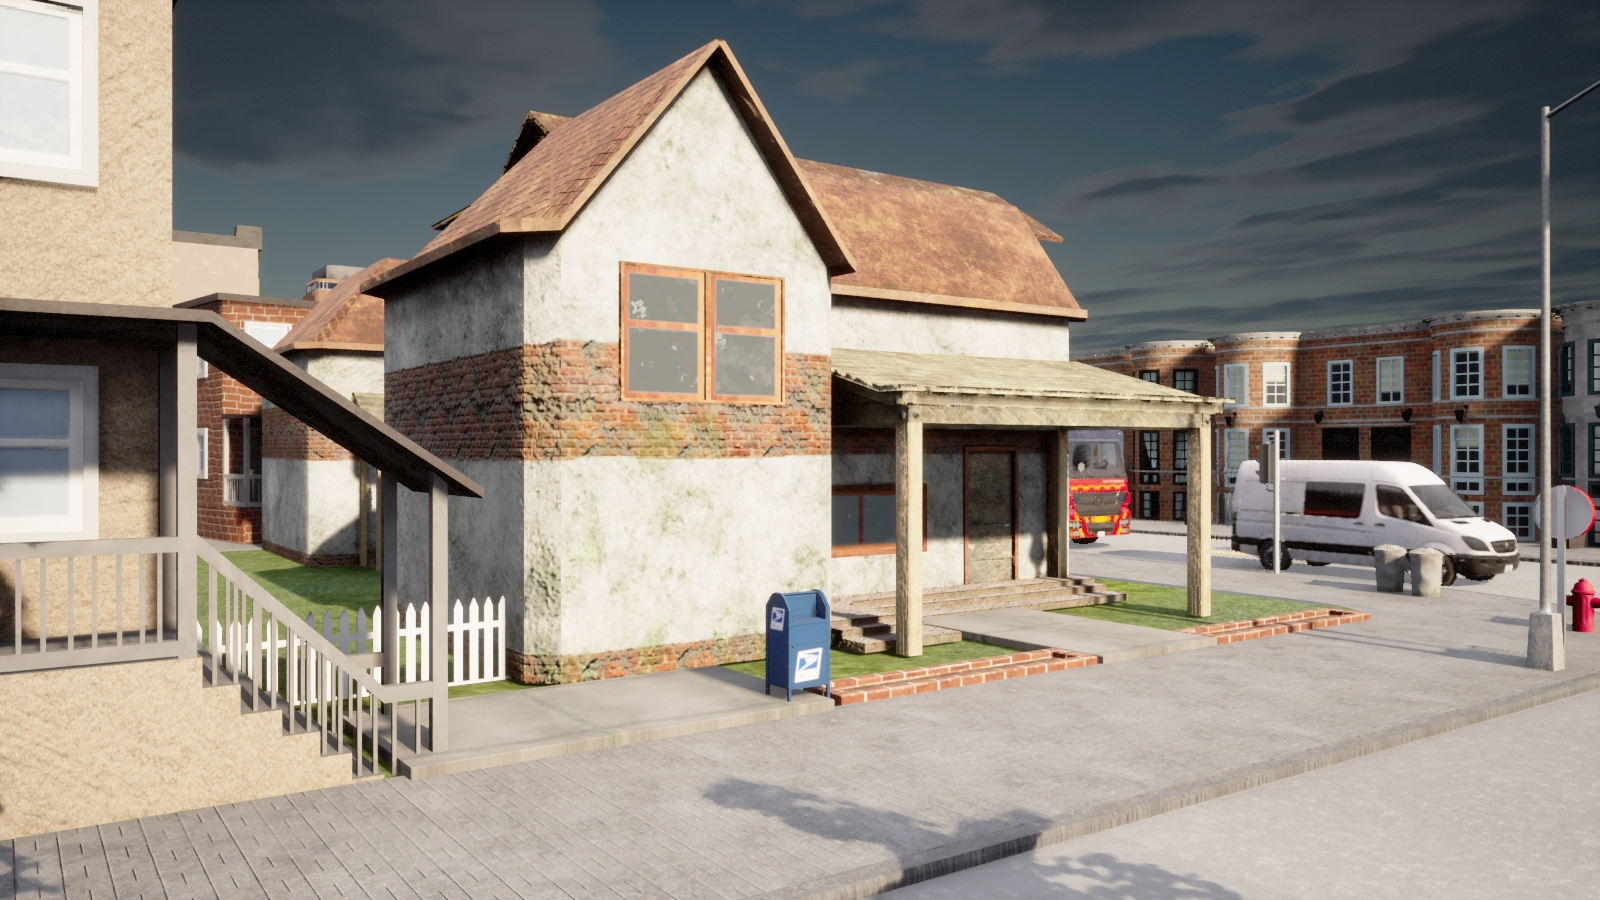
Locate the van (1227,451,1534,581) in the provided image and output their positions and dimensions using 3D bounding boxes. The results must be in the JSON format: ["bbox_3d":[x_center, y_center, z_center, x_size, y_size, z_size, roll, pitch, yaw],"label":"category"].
[{"bbox_3d":[12.721,1.304,25.542,1.988,2.561,5.915,0,0,-34],"label":"van"}]
